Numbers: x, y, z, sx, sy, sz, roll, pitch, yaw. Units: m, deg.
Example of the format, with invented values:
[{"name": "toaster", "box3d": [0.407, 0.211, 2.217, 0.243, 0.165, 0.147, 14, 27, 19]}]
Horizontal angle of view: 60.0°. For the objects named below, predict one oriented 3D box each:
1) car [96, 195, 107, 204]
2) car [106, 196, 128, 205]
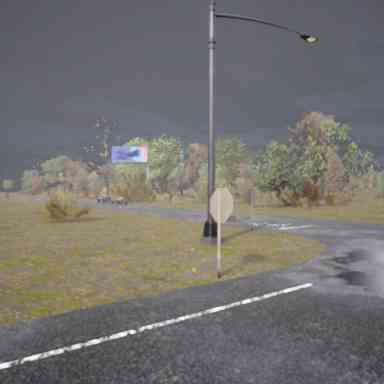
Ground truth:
[{"name": "car", "box3d": [-16.175, 1.388, 61.009, 1.837, 1.490, 4.892, 0, 0, -34]}, {"name": "car", "box3d": [-12.115, 1.422, 55.007, 1.812, 1.442, 4.674, 0, 0, -33]}]
